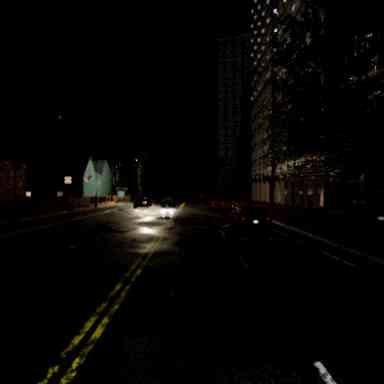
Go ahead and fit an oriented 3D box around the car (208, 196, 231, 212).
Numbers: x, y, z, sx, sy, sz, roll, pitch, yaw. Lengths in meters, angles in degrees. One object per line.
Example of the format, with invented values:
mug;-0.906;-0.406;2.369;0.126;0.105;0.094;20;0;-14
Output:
car;3.378;1.320;38.821;2.097;1.767;4.553;0;0;0

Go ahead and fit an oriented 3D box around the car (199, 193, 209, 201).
car;3.307;1.347;79.961;2.097;1.767;4.553;0;0;0

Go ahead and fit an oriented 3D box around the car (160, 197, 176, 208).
car;-3.297;1.460;46.545;2.128;1.511;4.902;0;0;0

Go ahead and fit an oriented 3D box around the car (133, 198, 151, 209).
car;-6.555;1.515;44.321;2.033;1.411;5.357;0;0;0

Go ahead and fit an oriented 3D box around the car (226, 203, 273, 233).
car;3.365;1.543;19.537;1.994;1.385;4.181;0;0;0
